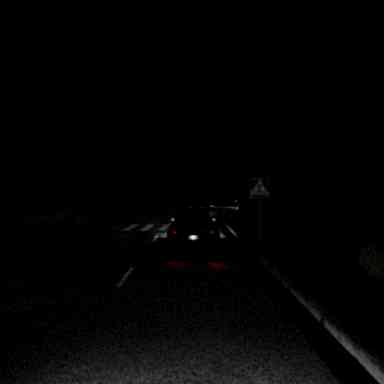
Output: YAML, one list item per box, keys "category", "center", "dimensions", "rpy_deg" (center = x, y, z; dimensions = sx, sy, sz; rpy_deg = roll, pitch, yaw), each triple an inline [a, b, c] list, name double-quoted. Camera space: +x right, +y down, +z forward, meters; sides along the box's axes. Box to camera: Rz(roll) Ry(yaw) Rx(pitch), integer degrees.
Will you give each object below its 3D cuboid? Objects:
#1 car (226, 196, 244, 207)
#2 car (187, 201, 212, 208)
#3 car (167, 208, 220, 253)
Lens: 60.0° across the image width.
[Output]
- category: "car"
  center: [7.283, 1.366, 53.013]
  dimensions: [2.097, 1.767, 4.553]
  rpy_deg: [-1, 0, 39]
- category: "car"
  center: [0.596, 1.477, 28.799]
  dimensions: [2.128, 1.511, 4.902]
  rpy_deg: [0, 0, 6]
- category: "car"
  center: [0.055, 1.551, 13.556]
  dimensions: [1.994, 1.385, 4.181]
  rpy_deg: [0, 0, 0]
